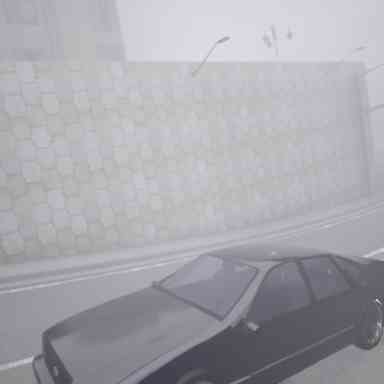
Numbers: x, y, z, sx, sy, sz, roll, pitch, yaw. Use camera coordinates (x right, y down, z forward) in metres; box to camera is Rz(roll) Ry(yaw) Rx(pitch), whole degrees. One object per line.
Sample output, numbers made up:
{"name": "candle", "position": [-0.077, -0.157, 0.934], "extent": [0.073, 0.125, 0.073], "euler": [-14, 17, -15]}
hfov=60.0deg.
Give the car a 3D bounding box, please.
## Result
{"name": "car", "position": [0.872, 1.488, 4.517], "extent": [5.357, 1.411, 2.033], "euler": [-2, 1, -35]}
